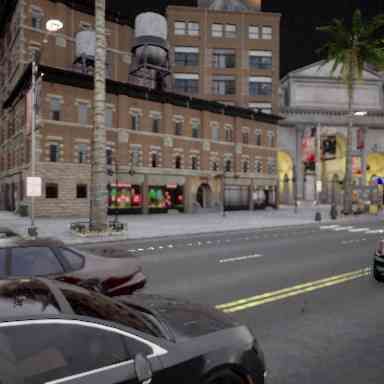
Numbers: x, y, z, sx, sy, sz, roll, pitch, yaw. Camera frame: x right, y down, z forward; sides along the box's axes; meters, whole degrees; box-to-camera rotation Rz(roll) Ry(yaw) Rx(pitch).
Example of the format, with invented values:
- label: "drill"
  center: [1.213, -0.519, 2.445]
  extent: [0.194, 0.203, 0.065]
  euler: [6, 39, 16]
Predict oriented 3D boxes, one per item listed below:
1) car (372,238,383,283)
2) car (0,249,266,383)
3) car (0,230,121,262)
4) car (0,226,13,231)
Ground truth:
- label: "car"
  center: [6.664, 1.411, 8.530]
  extent: [4.553, 1.767, 2.097]
  euler: [1, 0, -35]
- label: "car"
  center: [-1.491, 1.507, 2.676]
  extent: [4.892, 1.490, 1.837]
  euler: [0, 0, -36]
- label: "car"
  center: [-3.459, 1.550, 5.824]
  extent: [5.357, 1.411, 2.033]
  euler: [0, 0, -35]
- label: "car"
  center: [-5.710, 1.601, 8.518]
  extent: [4.718, 1.301, 1.895]
  euler: [0, 0, -35]
